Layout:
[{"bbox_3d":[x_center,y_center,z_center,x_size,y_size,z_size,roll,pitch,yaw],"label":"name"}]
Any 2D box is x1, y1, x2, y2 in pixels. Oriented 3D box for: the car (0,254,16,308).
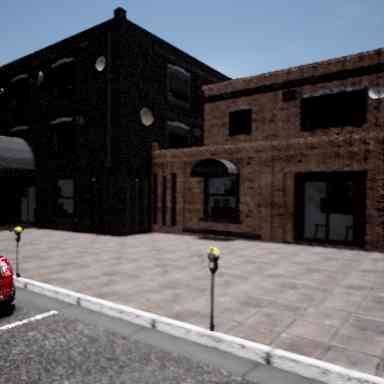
[{"bbox_3d":[-5.405,1.479,6.714,4.097,1.590,1.967,0,1,36],"label":"car"}]
